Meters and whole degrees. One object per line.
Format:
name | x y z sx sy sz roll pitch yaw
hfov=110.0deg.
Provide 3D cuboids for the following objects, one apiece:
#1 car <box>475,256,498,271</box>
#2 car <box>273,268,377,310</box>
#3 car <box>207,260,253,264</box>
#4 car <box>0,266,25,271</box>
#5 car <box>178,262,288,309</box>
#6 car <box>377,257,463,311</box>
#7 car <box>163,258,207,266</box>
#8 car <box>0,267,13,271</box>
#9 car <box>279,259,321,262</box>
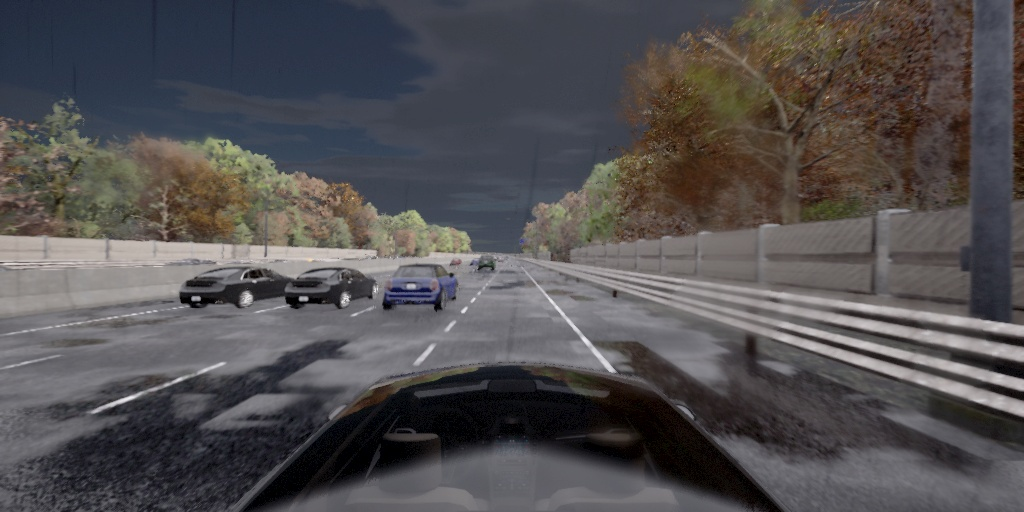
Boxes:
car | -3.472 0.947 50.116 2.150 2.045 5.566 0 0 0
car | -6.990 1.200 14.451 1.837 1.490 4.892 0 0 0
car | -28.001 1.124 36.641 1.895 1.301 4.718 0 0 0
car | -24.570 1.041 15.465 2.128 1.511 4.902 0 0 0
car | -10.491 1.171 14.333 1.837 1.490 4.892 0 0 0
car | -3.491 1.074 14.542 2.097 1.767 4.553 0 0 0
car | -31.494 0.986 35.248 2.128 1.511 4.902 0 0 0
car | -21.084 1.178 12.041 1.895 1.301 4.718 0 0 0
car | -21.005 1.057 36.677 1.882 1.535 5.008 0 0 0
